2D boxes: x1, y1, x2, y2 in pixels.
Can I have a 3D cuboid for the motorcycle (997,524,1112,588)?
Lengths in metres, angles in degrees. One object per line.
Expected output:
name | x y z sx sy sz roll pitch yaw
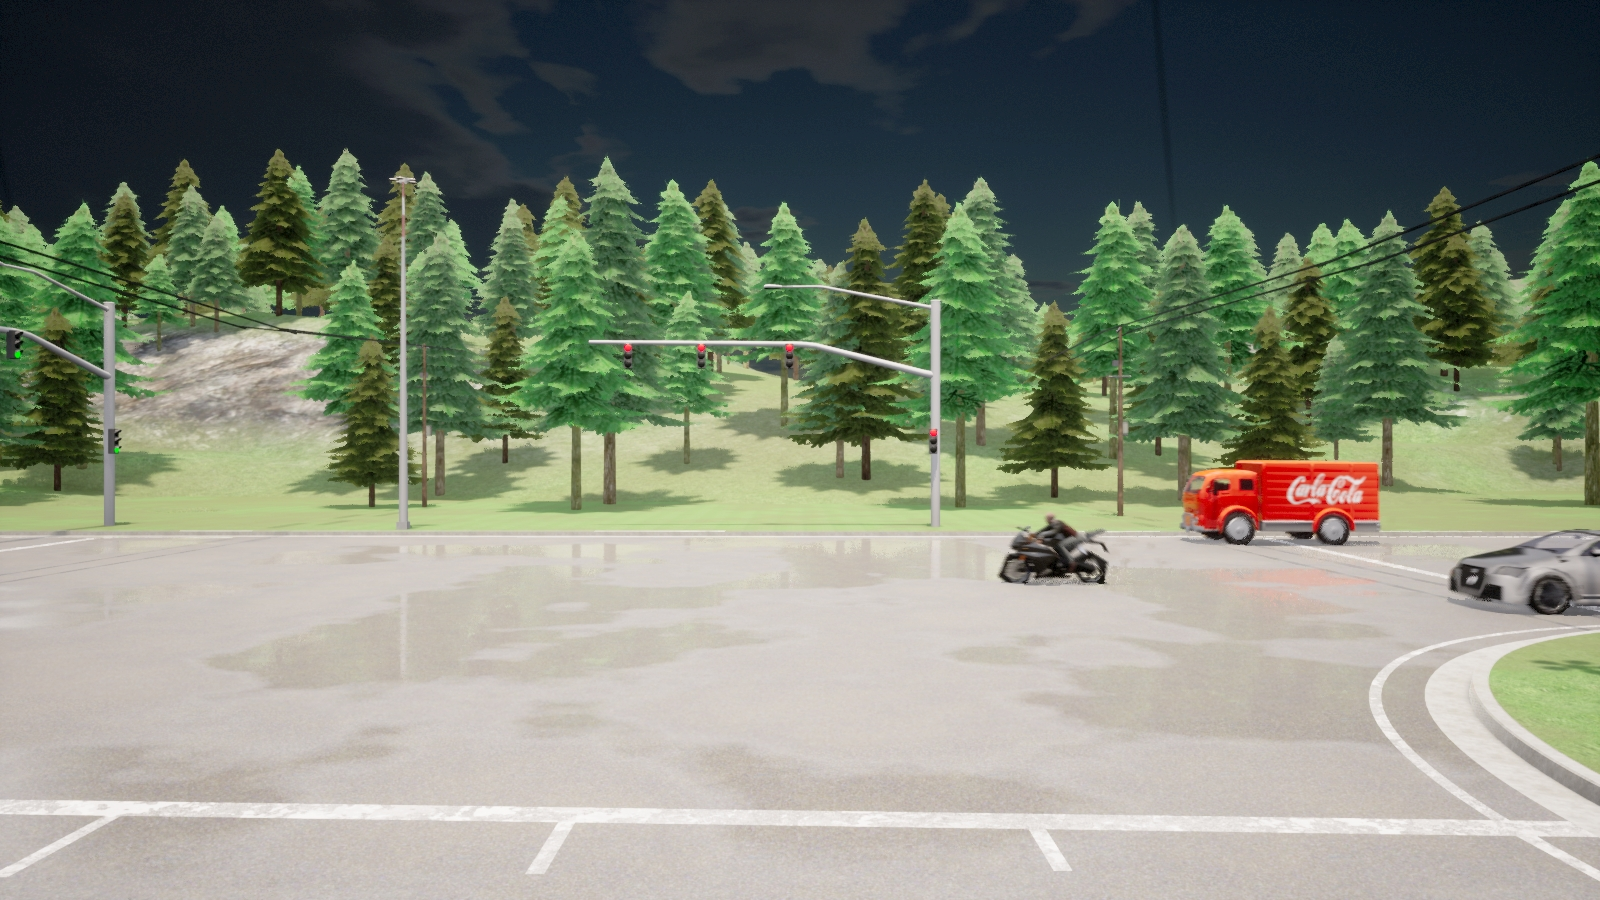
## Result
motorcycle | 5.254 2.189 23.692 2.209 1.251 0.867 0 0 0

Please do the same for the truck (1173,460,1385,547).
truck | 14.189 1.548 34.137 5.204 2.467 2.627 0 0 0

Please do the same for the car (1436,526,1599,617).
car | 13.853 2.105 20.139 4.181 1.385 1.994 0 0 0
